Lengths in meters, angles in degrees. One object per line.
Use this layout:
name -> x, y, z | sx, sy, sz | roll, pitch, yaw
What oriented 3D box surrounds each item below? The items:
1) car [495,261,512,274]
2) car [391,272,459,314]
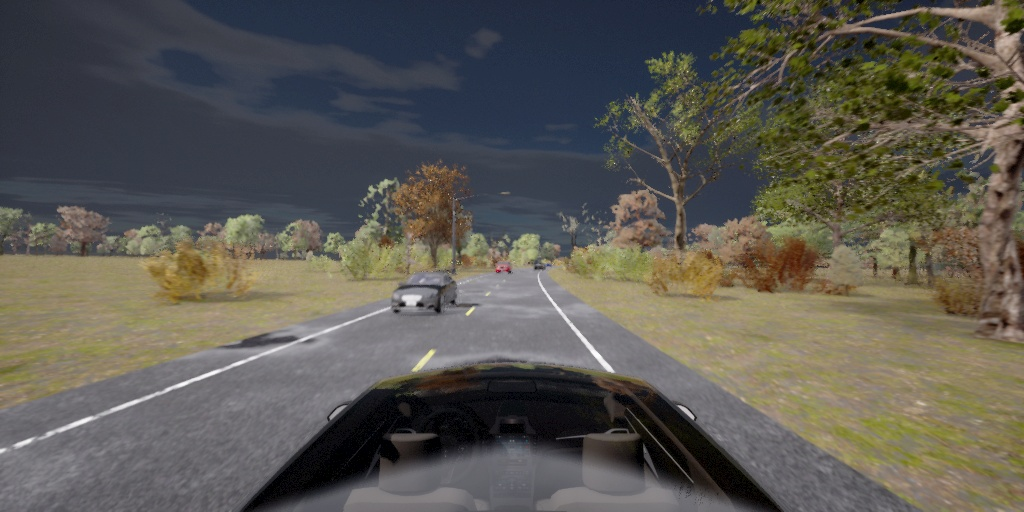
car -> -1.253, 1.738, 55.140 | 2.150, 2.045, 5.566 | 0, -1, 5
car -> -3.435, 1.411, 14.863 | 2.128, 1.511, 4.902 | 0, -1, 1
